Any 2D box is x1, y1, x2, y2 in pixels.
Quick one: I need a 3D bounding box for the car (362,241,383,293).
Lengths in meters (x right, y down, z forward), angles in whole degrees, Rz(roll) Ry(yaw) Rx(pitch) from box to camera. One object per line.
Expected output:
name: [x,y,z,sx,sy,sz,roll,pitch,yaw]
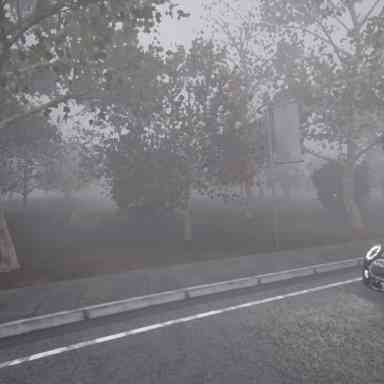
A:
car: [5.939,1.303,7.476,4.553,1.767,2.097,0,0,-31]
